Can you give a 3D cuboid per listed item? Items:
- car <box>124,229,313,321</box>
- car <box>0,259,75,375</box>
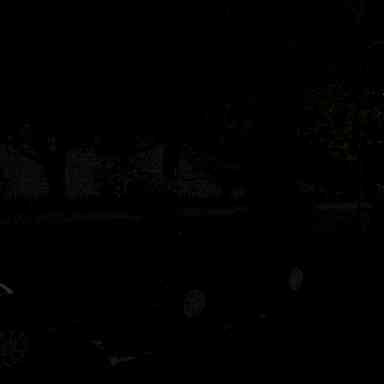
[{"bbox_3d":[0.756,1.542,7.253,4.507,1.381,1.887,0,0,-35],"label":"car"},{"bbox_3d":[-3.725,1.552,3.995,4.403,1.369,2.008,0,0,-35],"label":"car"}]
